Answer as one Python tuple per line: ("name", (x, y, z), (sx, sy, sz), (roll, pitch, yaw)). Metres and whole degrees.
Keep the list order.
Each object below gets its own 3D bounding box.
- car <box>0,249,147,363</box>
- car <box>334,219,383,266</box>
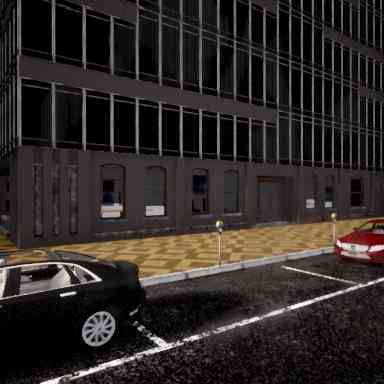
("car", (-2.780, 1.551, 4.577), (4.403, 1.369, 2.008), (0, 0, -35))
("car", (6.510, 1.582, 11.157), (4.206, 1.307, 1.802), (0, 0, -35))
